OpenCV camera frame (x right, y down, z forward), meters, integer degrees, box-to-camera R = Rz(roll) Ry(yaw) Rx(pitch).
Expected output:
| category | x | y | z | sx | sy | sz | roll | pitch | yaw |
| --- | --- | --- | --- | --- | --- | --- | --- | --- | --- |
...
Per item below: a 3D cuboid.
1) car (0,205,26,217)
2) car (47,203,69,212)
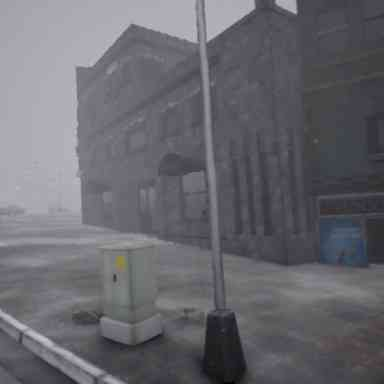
| category | x | y | z | sx | sy | sz | roll | pitch | yaw |
| --- | --- | --- | --- | --- | --- | --- | --- | --- | --- |
| car | -23.866 | 2.484 | 43.962 | 1.837 | 1.490 | 4.892 | -4 | -1 | 2 |
| car | -23.351 | 2.644 | 58.126 | 2.097 | 1.767 | 4.553 | -4 | -2 | 4 |
